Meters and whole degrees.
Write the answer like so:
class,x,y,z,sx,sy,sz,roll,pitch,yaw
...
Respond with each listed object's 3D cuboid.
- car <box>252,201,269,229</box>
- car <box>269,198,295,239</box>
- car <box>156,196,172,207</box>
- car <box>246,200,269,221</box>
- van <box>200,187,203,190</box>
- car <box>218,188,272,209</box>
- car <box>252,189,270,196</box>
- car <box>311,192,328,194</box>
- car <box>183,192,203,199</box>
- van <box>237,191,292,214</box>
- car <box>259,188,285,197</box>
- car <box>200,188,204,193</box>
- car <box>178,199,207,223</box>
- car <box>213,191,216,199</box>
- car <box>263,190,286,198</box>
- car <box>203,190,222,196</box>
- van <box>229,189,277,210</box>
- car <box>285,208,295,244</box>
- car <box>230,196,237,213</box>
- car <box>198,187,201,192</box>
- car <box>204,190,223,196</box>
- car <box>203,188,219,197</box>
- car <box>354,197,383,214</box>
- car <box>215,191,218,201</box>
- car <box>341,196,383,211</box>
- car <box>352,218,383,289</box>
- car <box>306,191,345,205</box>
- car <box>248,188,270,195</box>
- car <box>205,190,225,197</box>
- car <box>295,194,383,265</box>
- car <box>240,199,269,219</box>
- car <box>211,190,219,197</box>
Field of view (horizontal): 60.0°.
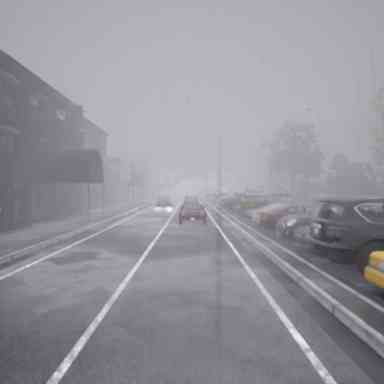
class,x,y,z,sx,sy,sz,roll,pitch,yaw
car,6.026,1.396,17.682,5.008,1.535,2.097,0,0,0
car,6.077,1.279,14.856,4.553,1.767,2.185,0,0,0
car,-3.552,1.172,42.912,1.895,1.301,4.718,0,1,0
car,6.014,1.428,20.508,4.674,1.452,2.002,0,0,0
van,5.234,-0.116,91.609,4.442,1.987,1.878,0,1,0
car,5.915,0.917,34.650,5.566,2.045,2.435,0,1,0
car,18.421,0.048,88.812,4.553,1.767,2.185,0,1,0
car,18.472,0.988,43.358,5.008,1.535,2.097,0,1,0
car,-0.099,1.083,41.750,2.128,1.511,4.902,0,1,-1
van,6.103,1.112,26.297,4.442,1.987,1.878,0,1,0
car,18.568,0.174,77.673,5.566,2.045,2.435,0,1,0
car,5.275,0.424,77.577,5.366,1.575,1.946,0,1,0
car,0.030,1.450,23.974,1.895,1.301,4.718,0,1,0
car,5.872,0.916,48.782,4.674,1.452,2.002,0,1,0
car,18.531,0.362,74.891,4.553,1.767,2.185,0,1,0
car,5.365,0.268,85.926,4.792,1.488,2.163,0,1,0
van,6.075,1.001,31.827,4.442,1.987,1.878,0,1,0
car,6.063,1.453,12.031,4.674,1.452,2.002,0,0,0
car,5.975,1.325,29.007,4.674,1.452,2.002,0,1,0
car,5.301,-0.201,94.267,5.566,2.045,2.435,0,1,0
car,5.419,0.341,83.144,4.674,1.452,2.002,0,1,0
car,5.496,0.527,74.939,4.674,1.452,2.002,1,1,0
car,18.504,1.251,32.066,4.792,1.488,2.163,0,1,0
car,6.085,0.990,43.132,5.366,1.575,1.946,0,1,0
car,18.490,1.193,34.890,4.792,1.488,2.163,0,1,0
car,6.275,1.428,6.381,5.366,1.575,1.946,0,0,0
car,18.432,0.807,46.054,4.553,1.767,2.185,0,1,0
car,18.458,-0.144,91.719,5.566,2.045,2.435,0,1,0
car,5.468,0.394,80.362,4.792,1.488,2.163,0,1,0
car,6.104,1.171,9.205,5.566,2.045,2.435,0,0,0
car,6.005,1.414,23.343,4.674,1.452,2.002,0,0,0
car,5.884,0.847,51.608,4.792,1.488,2.163,0,1,0
